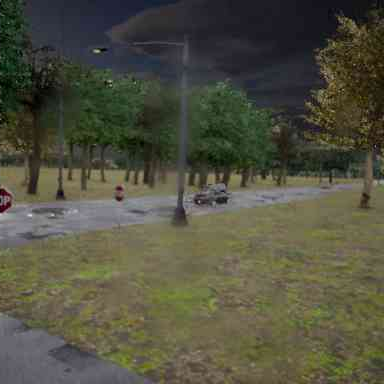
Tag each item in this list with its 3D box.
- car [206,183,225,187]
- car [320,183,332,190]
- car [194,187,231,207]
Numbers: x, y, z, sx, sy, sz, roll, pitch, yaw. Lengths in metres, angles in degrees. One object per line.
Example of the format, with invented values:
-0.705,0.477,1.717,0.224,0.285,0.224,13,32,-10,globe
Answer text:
3.061,-0.403,45.892,2.097,1.767,4.553,5,4,35,car
33.037,-1.282,81.342,1.895,1.301,4.718,4,4,32,car
2.086,0.571,32.578,1.837,1.490,4.892,5,4,35,car
